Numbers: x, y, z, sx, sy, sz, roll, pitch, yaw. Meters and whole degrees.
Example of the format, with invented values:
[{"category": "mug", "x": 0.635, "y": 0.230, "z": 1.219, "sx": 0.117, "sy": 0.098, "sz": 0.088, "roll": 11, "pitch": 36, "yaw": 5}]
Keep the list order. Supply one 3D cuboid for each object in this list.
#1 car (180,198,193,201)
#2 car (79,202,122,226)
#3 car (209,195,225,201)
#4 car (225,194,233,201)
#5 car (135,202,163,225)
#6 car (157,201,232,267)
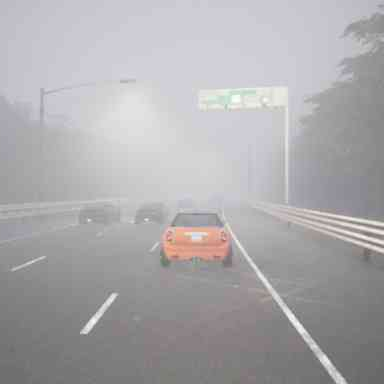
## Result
[{"category": "car", "x": -0.834, "y": 1.542, "z": 46.525, "sx": 1.994, "sy": 1.385, "sz": 4.181, "roll": 0, "pitch": 0, "yaw": 7}, {"category": "car", "x": -6.269, "y": 1.486, "z": 23.249, "sx": 1.837, "sy": 1.490, "sz": 4.892, "roll": 0, "pitch": 0, "yaw": 3}, {"category": "car", "x": 4.317, "y": 1.329, "z": 60.100, "sx": 2.097, "sy": 1.767, "sz": 4.553, "roll": 0, "pitch": 0, "yaw": 8}, {"category": "car", "x": 8.985, "y": 1.537, "z": 87.277, "sx": 1.895, "sy": 1.301, "sz": 4.718, "roll": 0, "pitch": 0, "yaw": 12}, {"category": "car", "x": -2.731, "y": 1.494, "z": 23.668, "sx": 1.837, "sy": 1.490, "sz": 4.892, "roll": 0, "pitch": 0, "yaw": 4}, {"category": "car", "x": 0.193, "y": 1.351, "z": 11.647, "sx": 2.097, "sy": 1.767, "sz": 4.553, "roll": 0, "pitch": 0, "yaw": 2}]
